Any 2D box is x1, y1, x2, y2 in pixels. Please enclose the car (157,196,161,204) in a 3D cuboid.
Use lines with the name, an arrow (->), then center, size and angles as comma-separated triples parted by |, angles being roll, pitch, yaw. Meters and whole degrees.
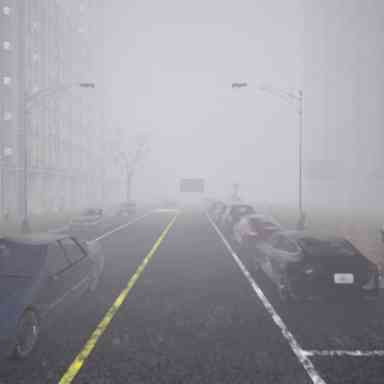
car -> -5.683, 1.499, 64.375 | 2.008, 1.369, 4.403 | -1, 0, 0

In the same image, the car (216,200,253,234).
car -> 2.686, 1.427, 19.242 | 1.967, 1.590, 4.097 | -1, 0, 0

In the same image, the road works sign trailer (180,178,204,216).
road works sign trailer -> 0.009, 0.441, 32.435 | 2.380, 3.560, 2.880 | 0, 0, 0

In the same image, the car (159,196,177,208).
car -> -3.070, 1.566, 46.610 | 1.895, 1.301, 4.718 | 0, 0, 0

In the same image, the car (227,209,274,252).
car -> 2.686, 1.573, 13.600 | 1.802, 1.307, 4.206 | -1, 0, 0

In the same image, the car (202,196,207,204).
car -> 2.694, 1.509, 47.456 | 1.887, 1.381, 4.507 | -1, 0, 0

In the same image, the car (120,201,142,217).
car -> -5.691, 1.544, 30.527 | 1.947, 1.339, 4.313 | -1, 0, 0

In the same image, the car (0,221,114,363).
car -> -3.100, 1.543, 6.139 | 2.033, 1.411, 5.357 | 0, 0, 0

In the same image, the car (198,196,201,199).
car -> 2.701, 1.482, 75.670 | 1.887, 1.381, 4.507 | -1, 0, 0

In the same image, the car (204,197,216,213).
car -> 2.691, 1.540, 36.171 | 1.947, 1.339, 4.313 | -1, 0, 0

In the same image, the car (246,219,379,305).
car -> 2.685, 1.560, 7.957 | 1.947, 1.339, 4.313 | -1, 0, 0

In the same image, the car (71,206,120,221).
car -> -5.693, 1.569, 19.245 | 1.802, 1.307, 4.206 | -1, 0, 0

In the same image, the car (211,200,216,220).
car -> 2.689, 1.548, 24.885 | 1.947, 1.339, 4.313 | -1, 0, 0

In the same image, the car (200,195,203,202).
car -> 2.695, 1.484, 53.268 | 1.752, 1.417, 4.829 | -1, 0, 0
